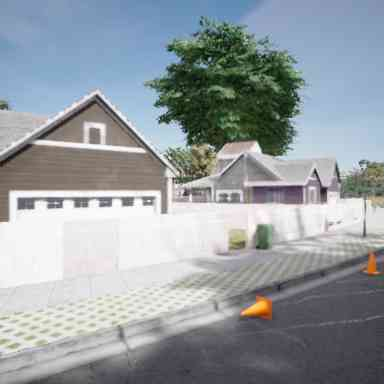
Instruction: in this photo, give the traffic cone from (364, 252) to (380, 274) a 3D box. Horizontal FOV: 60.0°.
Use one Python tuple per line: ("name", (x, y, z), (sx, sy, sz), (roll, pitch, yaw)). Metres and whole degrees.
("traffic cone", (5.083, 1.979, 9.393), (0.340, 0.580, 0.340), (0, 0, -43))
